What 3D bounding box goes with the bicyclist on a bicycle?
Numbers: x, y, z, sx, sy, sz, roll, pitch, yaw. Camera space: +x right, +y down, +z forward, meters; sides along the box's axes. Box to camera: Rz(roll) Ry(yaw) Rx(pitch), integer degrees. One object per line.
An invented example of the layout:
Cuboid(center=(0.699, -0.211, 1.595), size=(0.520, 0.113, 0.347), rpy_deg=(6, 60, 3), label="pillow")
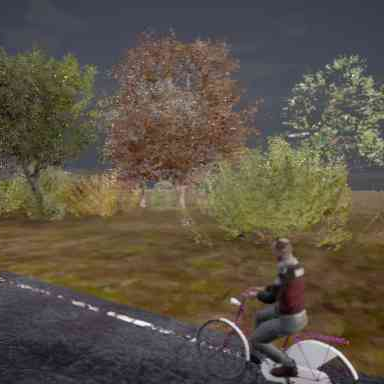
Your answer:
Cuboid(center=(0.806, 1.379, 3.689), size=(1.843, 1.776, 0.659), rpy_deg=(0, 0, 36), label="bicyclist on a bicycle")
